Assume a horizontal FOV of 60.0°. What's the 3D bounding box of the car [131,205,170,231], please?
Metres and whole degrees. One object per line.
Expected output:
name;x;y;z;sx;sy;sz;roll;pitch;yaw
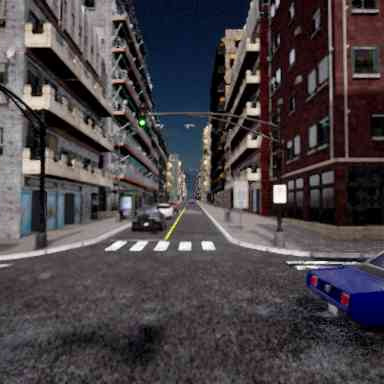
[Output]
car;-2.844;1.849;22.647;1.994;1.385;4.181;0;-1;0

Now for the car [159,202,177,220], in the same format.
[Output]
car;-2.844;1.957;33.483;1.812;1.442;4.674;0;-1;0

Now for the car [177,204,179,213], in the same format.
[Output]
car;-2.831;2.093;46.303;1.882;1.535;5.008;0;0;0

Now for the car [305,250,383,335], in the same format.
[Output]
car;4.501;1.589;5.443;4.718;1.301;1.895;-1;-2;-1
